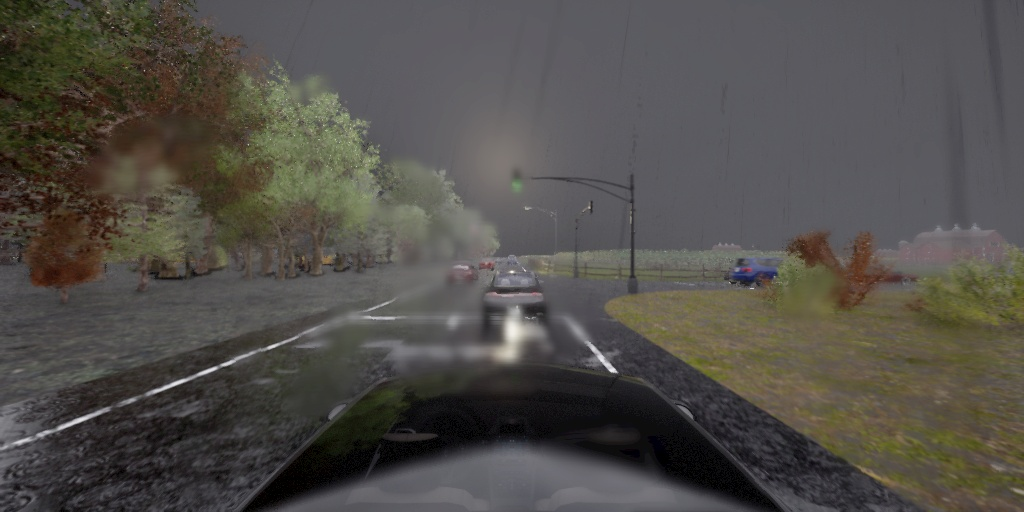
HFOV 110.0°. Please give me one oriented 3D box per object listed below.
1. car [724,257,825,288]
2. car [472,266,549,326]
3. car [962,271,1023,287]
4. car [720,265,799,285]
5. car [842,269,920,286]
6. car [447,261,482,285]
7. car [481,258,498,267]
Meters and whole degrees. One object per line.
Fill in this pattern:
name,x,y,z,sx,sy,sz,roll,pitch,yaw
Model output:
car,18.273,1.132,24.731,5.566,2.045,2.150,0,-1,3
car,0.098,1.229,11.574,2.128,1.511,4.902,0,0,0
car,38.561,1.785,28.123,4.718,1.301,1.895,1,-1,0
car,19.381,1.480,28.217,4.892,1.490,1.837,1,-1,0
car,28.703,1.678,28.172,4.718,1.301,1.895,1,-1,0
car,-3.404,1.243,25.476,1.812,1.442,4.674,0,0,0
car,-3.409,1.030,49.962,2.097,1.767,4.553,0,0,0
